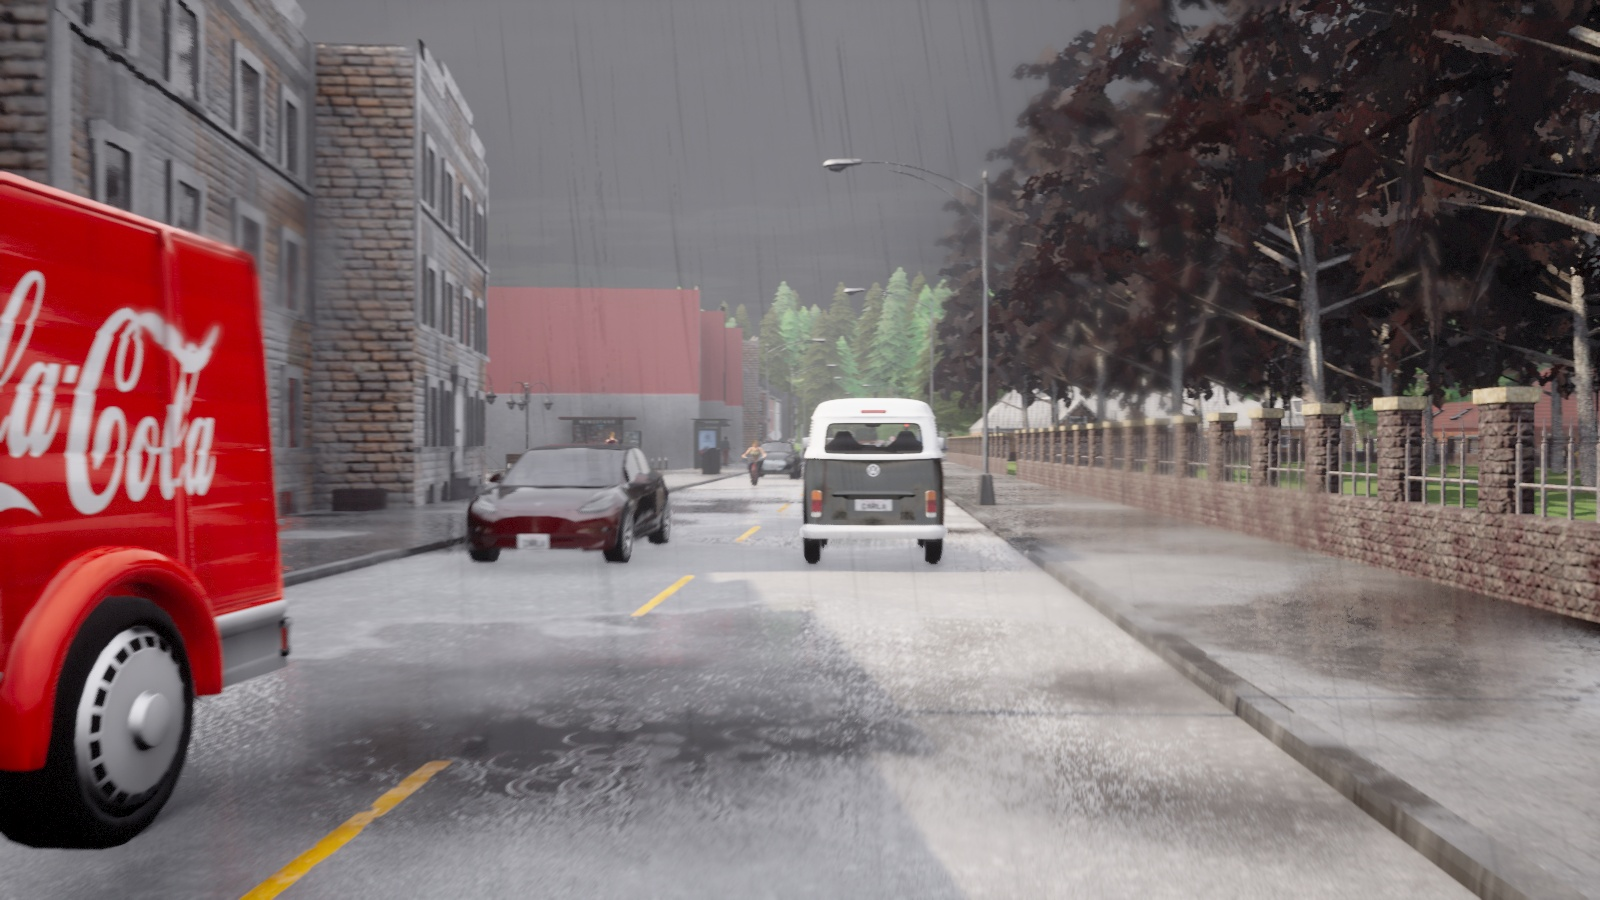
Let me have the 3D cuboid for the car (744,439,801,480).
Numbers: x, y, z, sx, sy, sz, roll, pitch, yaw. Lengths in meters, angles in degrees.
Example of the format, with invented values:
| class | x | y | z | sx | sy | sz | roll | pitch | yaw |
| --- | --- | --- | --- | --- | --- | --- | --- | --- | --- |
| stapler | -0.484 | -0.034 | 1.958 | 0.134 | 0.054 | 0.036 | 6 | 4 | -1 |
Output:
| class | x | y | z | sx | sy | sz | roll | pitch | yaw |
| --- | --- | --- | --- | --- | --- | --- | --- | --- | --- |
| car | -1.101 | 0.376 | 52.667 | 2.033 | 1.649 | 4.856 | 0 | 0 | 3 |

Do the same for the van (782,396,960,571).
| class | x | y | z | sx | sy | sz | roll | pitch | yaw |
| --- | --- | --- | --- | --- | --- | --- | --- | --- | --- |
| van | 0.946 | 0.375 | 16.868 | 2.069 | 2.038 | 4.480 | 0 | 0 | 3 |

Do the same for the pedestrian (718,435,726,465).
| class | x | y | z | sx | sy | sz | roll | pitch | yaw |
| --- | --- | --- | --- | --- | --- | --- | --- | --- | --- |
| pedestrian | -4.736 | 0.014 | 76.704 | 0.353 | 1.847 | 0.614 | 0 | 0 | 10 |

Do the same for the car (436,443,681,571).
| class | x | y | z | sx | sy | sz | roll | pitch | yaw |
| --- | --- | --- | --- | --- | --- | --- | --- | --- | --- |
| car | -3.051 | 0.646 | 17.039 | 2.163 | 1.488 | 4.792 | 0 | 0 | 3 |

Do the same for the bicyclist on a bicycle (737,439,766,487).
| class | x | y | z | sx | sy | sz | roll | pitch | yaw |
| --- | --- | --- | --- | --- | --- | --- | --- | --- | --- |
| bicyclist on a bicycle | -1.646 | 0.438 | 42.765 | 0.866 | 1.612 | 1.509 | 0 | 0 | 3 |

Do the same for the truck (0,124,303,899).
| class | x | y | z | sx | sy | sz | roll | pitch | yaw |
| --- | --- | --- | --- | --- | --- | --- | --- | --- | --- |
| truck | -3.792 | 0.236 | 3.381 | 2.627 | 2.467 | 5.204 | 0 | 0 | 3 |
